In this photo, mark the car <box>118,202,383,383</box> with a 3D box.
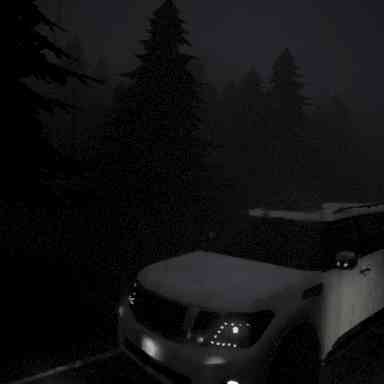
[{"bbox_3d":[1.654,1.228,5.210,5.566,2.045,2.150,0,0,-41],"label":"car"}]
